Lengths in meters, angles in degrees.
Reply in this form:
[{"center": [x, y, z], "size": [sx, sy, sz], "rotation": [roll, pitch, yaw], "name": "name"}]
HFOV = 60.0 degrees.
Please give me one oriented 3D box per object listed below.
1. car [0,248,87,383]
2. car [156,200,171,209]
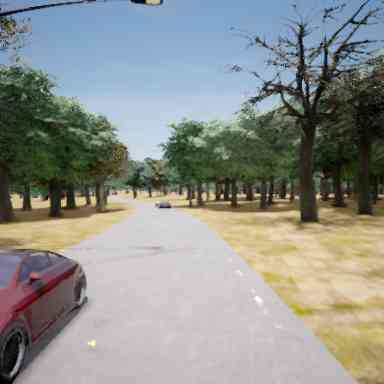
[{"center": [-3.164, 1.635, 5.288], "size": [1.994, 1.385, 4.181], "rotation": [0, -1, 0], "name": "car"}, {"center": [-4.744, 2.240, 58.177], "size": [1.994, 1.385, 4.181], "rotation": [0, -1, -10], "name": "car"}]
